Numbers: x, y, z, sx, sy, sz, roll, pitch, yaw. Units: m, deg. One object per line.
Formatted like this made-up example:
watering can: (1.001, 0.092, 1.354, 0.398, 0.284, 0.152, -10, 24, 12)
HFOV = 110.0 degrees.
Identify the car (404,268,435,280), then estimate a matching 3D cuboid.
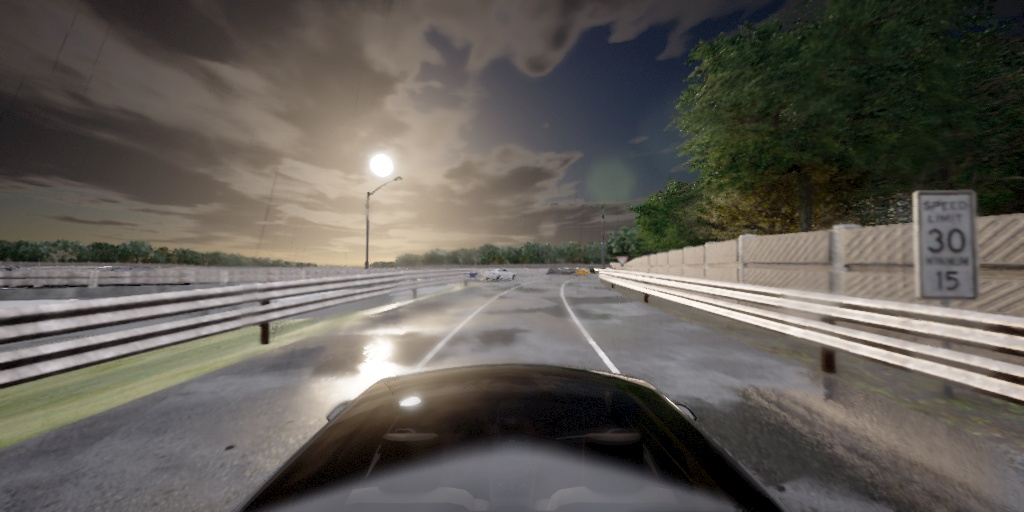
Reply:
car: (-10.893, 2.100, 41.831, 1.812, 1.442, 4.674, -1, -2, 41)

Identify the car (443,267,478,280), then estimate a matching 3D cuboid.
car: (-5.853, 2.090, 42.349, 1.882, 1.535, 5.008, -1, -2, 39)

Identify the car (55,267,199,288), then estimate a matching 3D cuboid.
car: (-21.947, 1.368, 20.995, 5.357, 1.411, 2.033, 2, -2, -34)

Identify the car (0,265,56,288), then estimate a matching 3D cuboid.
car: (-29.163, 1.251, 20.694, 4.902, 1.511, 2.128, 1, -2, -31)

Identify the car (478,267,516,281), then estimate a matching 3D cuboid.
car: (-1.438, 2.154, 42.337, 1.812, 1.442, 4.674, -1, -2, 38)
